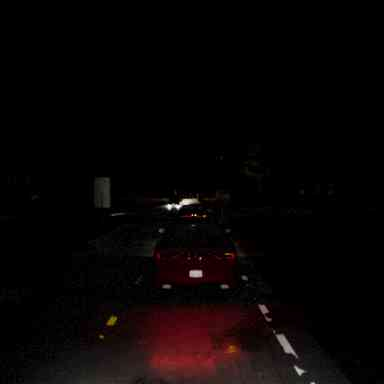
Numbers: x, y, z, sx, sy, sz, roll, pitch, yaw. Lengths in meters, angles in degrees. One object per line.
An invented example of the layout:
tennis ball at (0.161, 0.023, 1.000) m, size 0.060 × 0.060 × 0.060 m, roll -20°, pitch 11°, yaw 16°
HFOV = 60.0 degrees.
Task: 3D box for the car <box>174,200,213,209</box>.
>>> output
car at (0.132, 1.460, 20.013) m, size 1.837 × 1.490 × 4.892 m, roll 0°, pitch 0°, yaw 2°

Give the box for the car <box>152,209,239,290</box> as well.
car at (0.075, 1.456, 9.037) m, size 1.882 × 1.535 × 5.008 m, roll 0°, pitch 0°, yaw 0°

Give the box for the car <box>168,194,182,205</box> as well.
car at (-3.101, 1.508, 57.407) m, size 1.895 × 1.301 × 4.718 m, roll 0°, pitch 0°, yaw -1°

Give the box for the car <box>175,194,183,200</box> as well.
car at (-3.291, 1.379, 86.892) m, size 1.882 × 1.535 × 5.008 m, roll 0°, pitch 0°, yaw 0°

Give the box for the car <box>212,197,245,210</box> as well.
car at (3.710, 1.309, 38.335) m, size 4.674 × 1.442 × 1.812 m, roll -2°, pitch 1°, yaw 0°

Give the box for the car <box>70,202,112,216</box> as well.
car at (-10.463, 1.704, 34.584) m, size 4.181 × 1.385 × 1.994 m, roll -1°, pitch 1°, yaw 0°
